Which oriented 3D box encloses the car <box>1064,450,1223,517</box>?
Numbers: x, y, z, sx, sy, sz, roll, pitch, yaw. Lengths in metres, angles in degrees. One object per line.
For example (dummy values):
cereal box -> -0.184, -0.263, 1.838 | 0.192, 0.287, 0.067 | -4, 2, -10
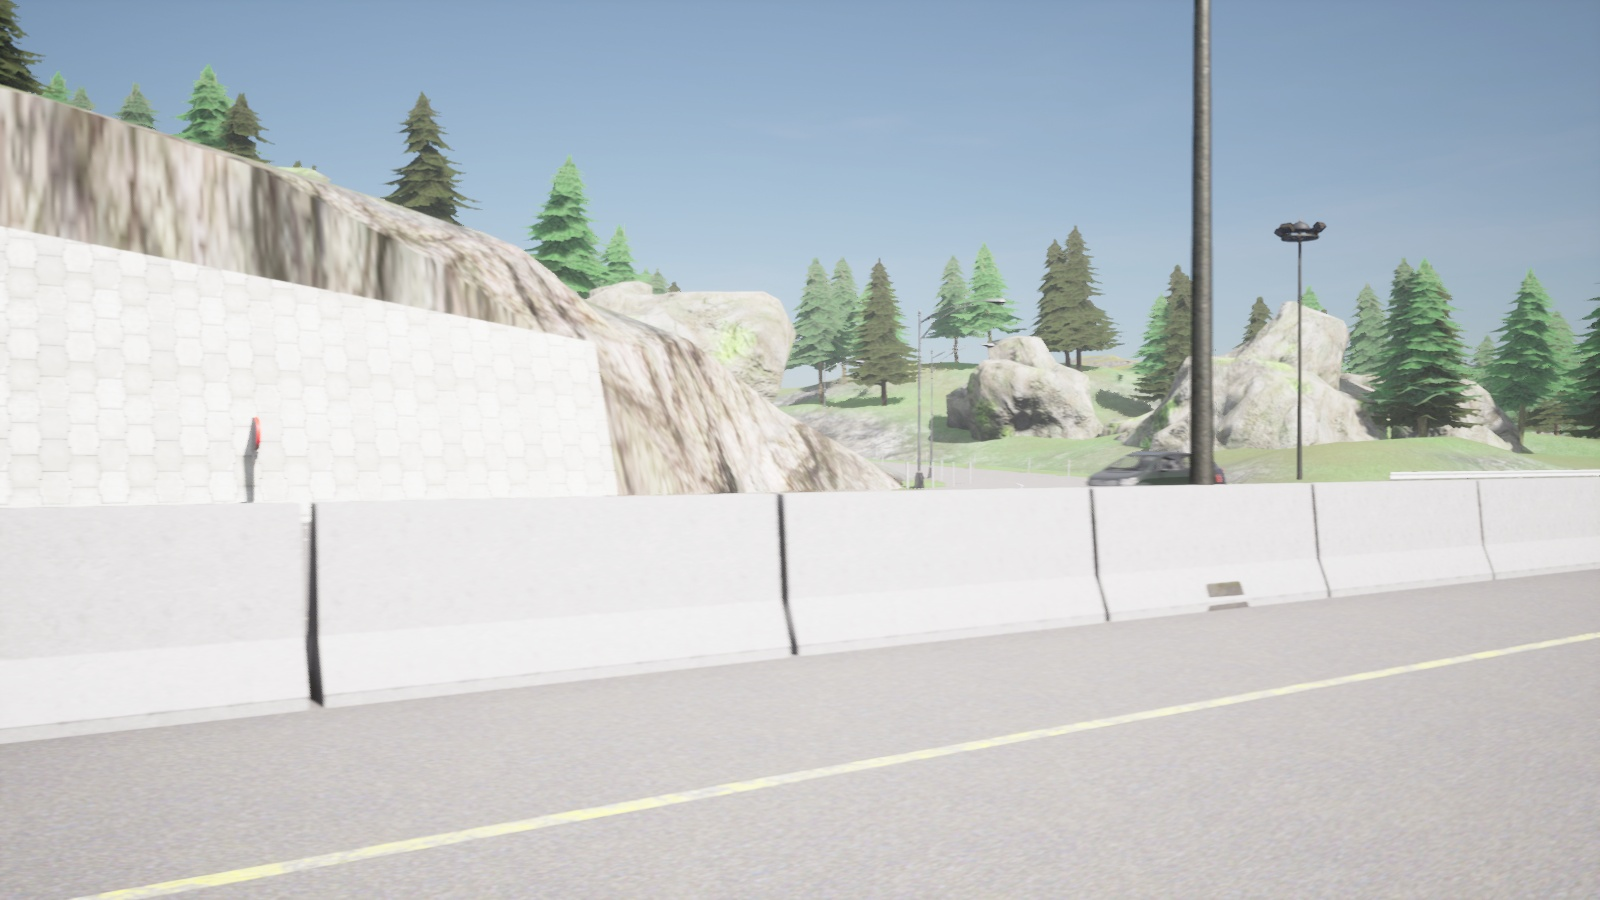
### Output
car -> 8.467, 0.784, 30.874 | 3.705, 1.549, 1.789 | 0, 0, -35
